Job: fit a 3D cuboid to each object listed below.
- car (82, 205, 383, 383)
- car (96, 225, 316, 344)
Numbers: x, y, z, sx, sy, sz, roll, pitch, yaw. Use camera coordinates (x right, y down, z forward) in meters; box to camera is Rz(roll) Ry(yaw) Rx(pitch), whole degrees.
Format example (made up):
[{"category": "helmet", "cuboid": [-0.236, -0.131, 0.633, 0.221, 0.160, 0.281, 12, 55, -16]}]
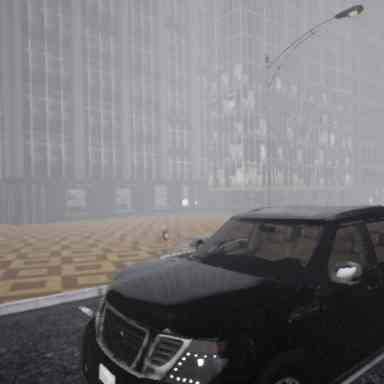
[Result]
[{"category": "car", "cuboid": [1.452, 1.238, 4.549, 5.566, 2.045, 2.150, 0, 0, -38]}, {"category": "car", "cuboid": [0.475, 1.583, 7.081, 4.403, 1.369, 2.008, 0, -1, -38]}]
